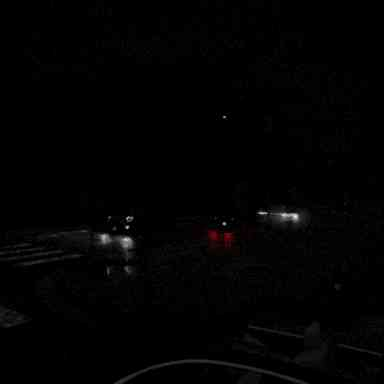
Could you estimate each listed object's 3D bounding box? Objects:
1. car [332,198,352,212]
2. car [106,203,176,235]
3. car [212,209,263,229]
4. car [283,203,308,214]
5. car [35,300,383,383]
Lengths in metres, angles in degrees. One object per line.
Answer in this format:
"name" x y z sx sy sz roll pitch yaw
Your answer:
"car" 23.730 1.969 52.530 2.150 2.045 5.566 2 0 36
"car" -2.981 1.477 20.223 2.097 1.767 4.553 2 0 36
"car" 3.478 1.858 24.211 1.895 1.301 4.718 2 0 36
"car" 13.451 2.071 43.149 1.895 1.301 4.718 2 0 36
"car" 0.588 1.551 2.372 4.403 1.369 2.008 0 1 36
